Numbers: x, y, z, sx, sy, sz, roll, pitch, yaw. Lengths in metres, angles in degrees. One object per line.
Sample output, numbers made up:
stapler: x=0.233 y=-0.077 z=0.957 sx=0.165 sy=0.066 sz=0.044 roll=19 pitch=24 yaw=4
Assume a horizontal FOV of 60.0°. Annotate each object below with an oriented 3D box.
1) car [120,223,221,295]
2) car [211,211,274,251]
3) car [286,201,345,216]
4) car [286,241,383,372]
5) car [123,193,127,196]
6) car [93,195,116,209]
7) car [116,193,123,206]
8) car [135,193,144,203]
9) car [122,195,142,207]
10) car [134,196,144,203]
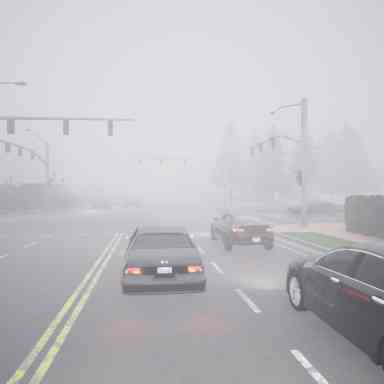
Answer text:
car: x=-0.834 y=1.547 z=8.876 sx=2.033 sy=1.411 sz=5.357 roll=0 pitch=0 yaw=-7
car: x=2.010 y=1.526 z=14.137 sx=1.812 sy=1.442 sz=4.674 roll=0 pitch=0 yaw=-7
car: x=12.072 y=1.547 z=32.487 sx=5.357 sy=1.411 sz=2.033 roll=0 pitch=0 yaw=-5
car: x=2.983 y=1.505 z=4.942 sx=1.837 sy=1.490 sz=4.892 roll=0 pitch=0 yaw=-5
car: x=-14.357 y=1.221 z=67.874 sx=2.150 sy=2.045 sz=5.566 roll=0 pitch=0 yaw=-6
car: x=-12.033 y=1.491 z=44.885 sx=2.128 sy=1.511 sz=4.902 roll=0 pitch=0 yaw=-4
car: x=-12.939 y=1.352 z=54.044 sx=2.097 sy=1.767 sz=4.553 roll=0 pitch=0 yaw=-6
car: x=-9.990 y=1.478 z=59.450 sx=1.882 sy=1.535 sz=5.008 roll=0 pitch=0 yaw=-6
car: x=-9.016 y=1.526 z=50.276 sx=1.812 sy=1.442 sz=4.674 roll=0 pitch=0 yaw=-6
car: x=-11.024 y=1.524 z=69.598 sx=1.812 sy=1.442 sz=4.674 roll=0 pitch=0 yaw=-6
